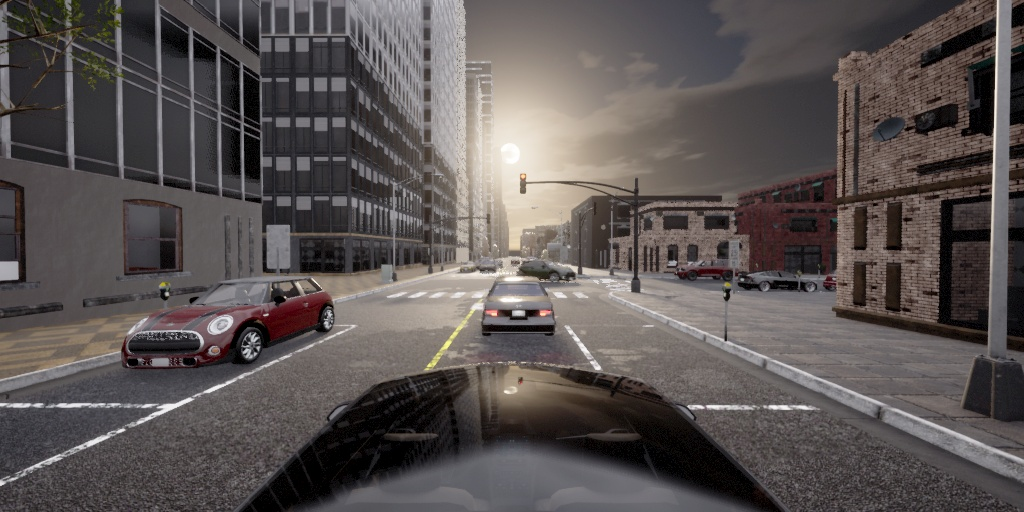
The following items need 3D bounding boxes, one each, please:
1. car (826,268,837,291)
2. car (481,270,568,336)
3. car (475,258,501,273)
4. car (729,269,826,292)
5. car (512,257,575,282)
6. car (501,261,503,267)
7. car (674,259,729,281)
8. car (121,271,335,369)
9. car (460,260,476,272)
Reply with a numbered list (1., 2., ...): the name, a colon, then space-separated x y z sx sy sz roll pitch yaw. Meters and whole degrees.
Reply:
1. car: 22.095 1.473 22.393 4.097 1.591 1.967 0 0 1
2. car: 0.157 1.295 10.338 2.033 1.411 5.357 0 0 0
3. car: -2.812 1.287 43.681 2.033 1.411 5.357 0 0 2
4. car: 16.548 1.546 22.501 4.313 1.339 1.948 0 0 1
5. car: 2.596 1.095 27.570 4.553 1.767 2.097 0 0 40
6. car: -2.662 1.228 62.934 2.128 1.511 4.902 0 0 1
7. car: 16.710 1.164 30.879 5.009 1.841 2.192 0 0 1
8. car: -5.654 1.188 7.774 1.967 1.591 4.097 0 0 0
9. car: -5.539 1.265 45.552 1.751 1.417 4.829 0 0 0
